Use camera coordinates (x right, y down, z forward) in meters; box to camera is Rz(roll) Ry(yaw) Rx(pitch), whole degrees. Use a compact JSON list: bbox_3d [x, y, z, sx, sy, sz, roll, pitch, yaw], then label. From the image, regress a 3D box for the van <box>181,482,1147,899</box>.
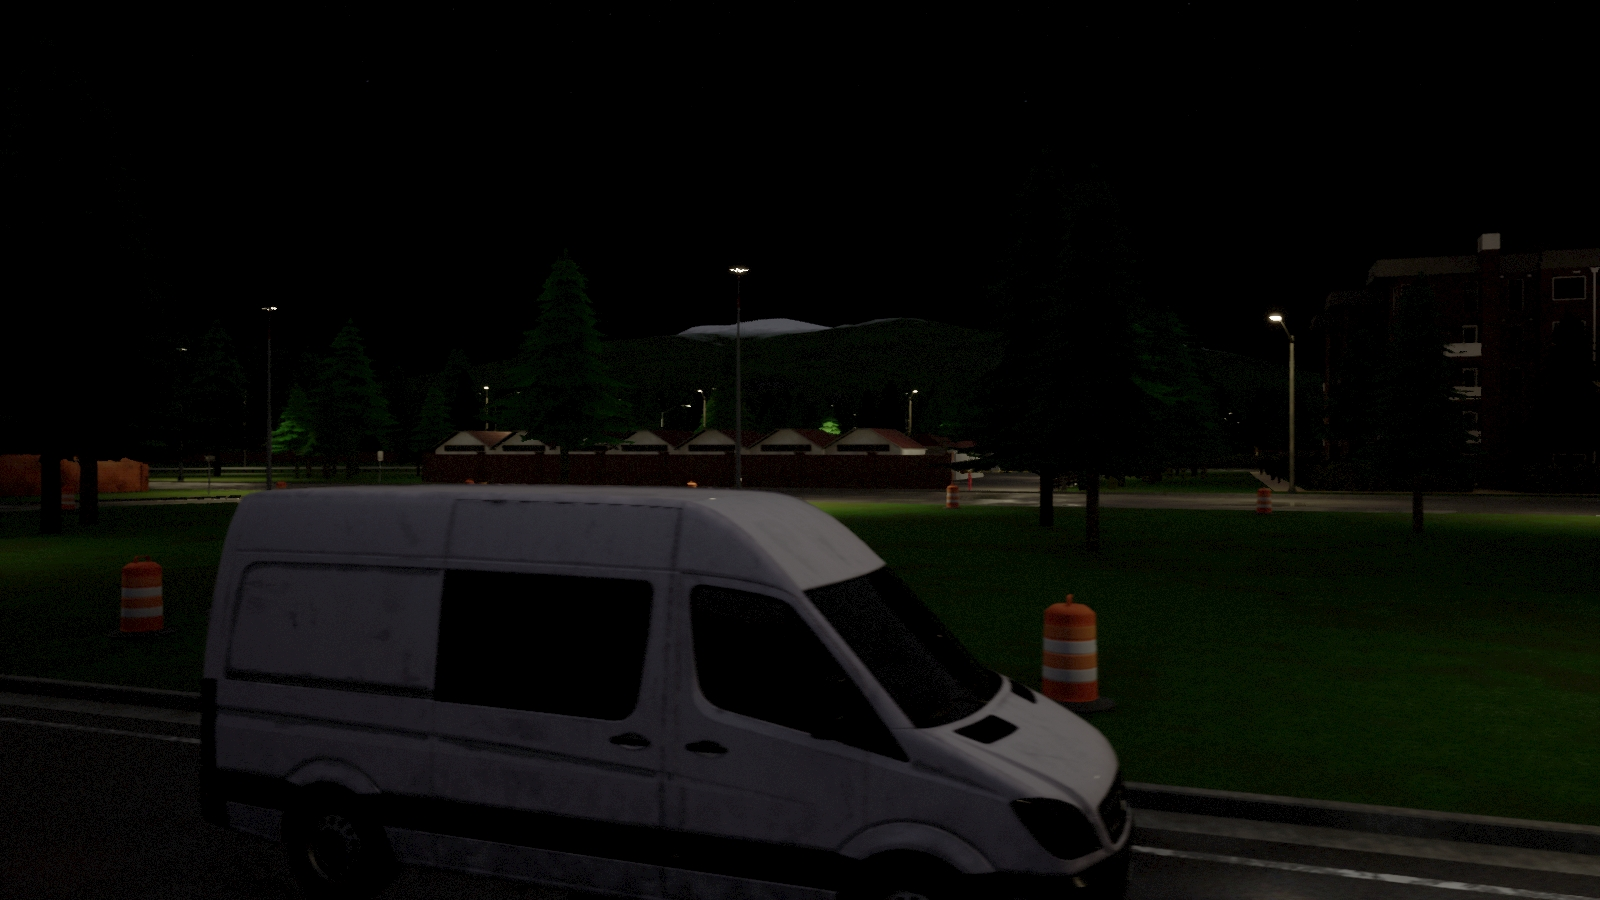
[{"bbox_3d":[-0.910,1.536,7.360,5.915,2.561,1.988,0,0,20],"label":"van"}]
